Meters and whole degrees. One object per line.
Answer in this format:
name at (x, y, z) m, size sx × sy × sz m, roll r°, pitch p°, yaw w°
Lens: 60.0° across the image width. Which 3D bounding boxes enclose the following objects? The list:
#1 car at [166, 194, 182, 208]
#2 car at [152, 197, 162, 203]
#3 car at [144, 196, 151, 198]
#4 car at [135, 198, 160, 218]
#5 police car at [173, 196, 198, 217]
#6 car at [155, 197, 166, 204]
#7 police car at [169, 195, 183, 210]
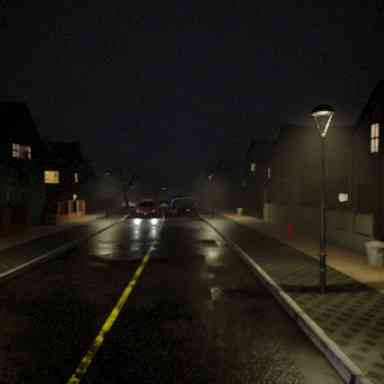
car at (-2.266, 1.379, 48.556) m, size 2.150 × 2.045 × 5.566 m, roll 0°, pitch 0°, yaw -7°
car at (-8.495, 1.948, 80.488) m, size 1.994 × 1.385 × 4.181 m, roll 0°, pitch -1°, yaw -12°
car at (-9.524, 1.746, 71.566) m, size 2.097 × 1.767 × 4.553 m, roll 0°, pitch -1°, yaw -11°
car at (-4.130, 1.583, 30.577) m, size 1.812 × 1.442 × 4.674 m, roll 0°, pitch 0°, yaw -5°
police car at (-0.577, 1.478, 32.620) m, size 1.930 × 1.638 × 5.238 m, roll 0°, pitch 0°, yaw -5°
car at (-5.794, 1.922, 66.481) m, size 1.895 × 1.301 × 4.718 m, roll 0°, pitch 0°, yaw -11°
police car at (-1.560, 1.537, 42.638) m, size 1.930 × 1.638 × 5.238 m, roll 0°, pitch 0°, yaw -6°
